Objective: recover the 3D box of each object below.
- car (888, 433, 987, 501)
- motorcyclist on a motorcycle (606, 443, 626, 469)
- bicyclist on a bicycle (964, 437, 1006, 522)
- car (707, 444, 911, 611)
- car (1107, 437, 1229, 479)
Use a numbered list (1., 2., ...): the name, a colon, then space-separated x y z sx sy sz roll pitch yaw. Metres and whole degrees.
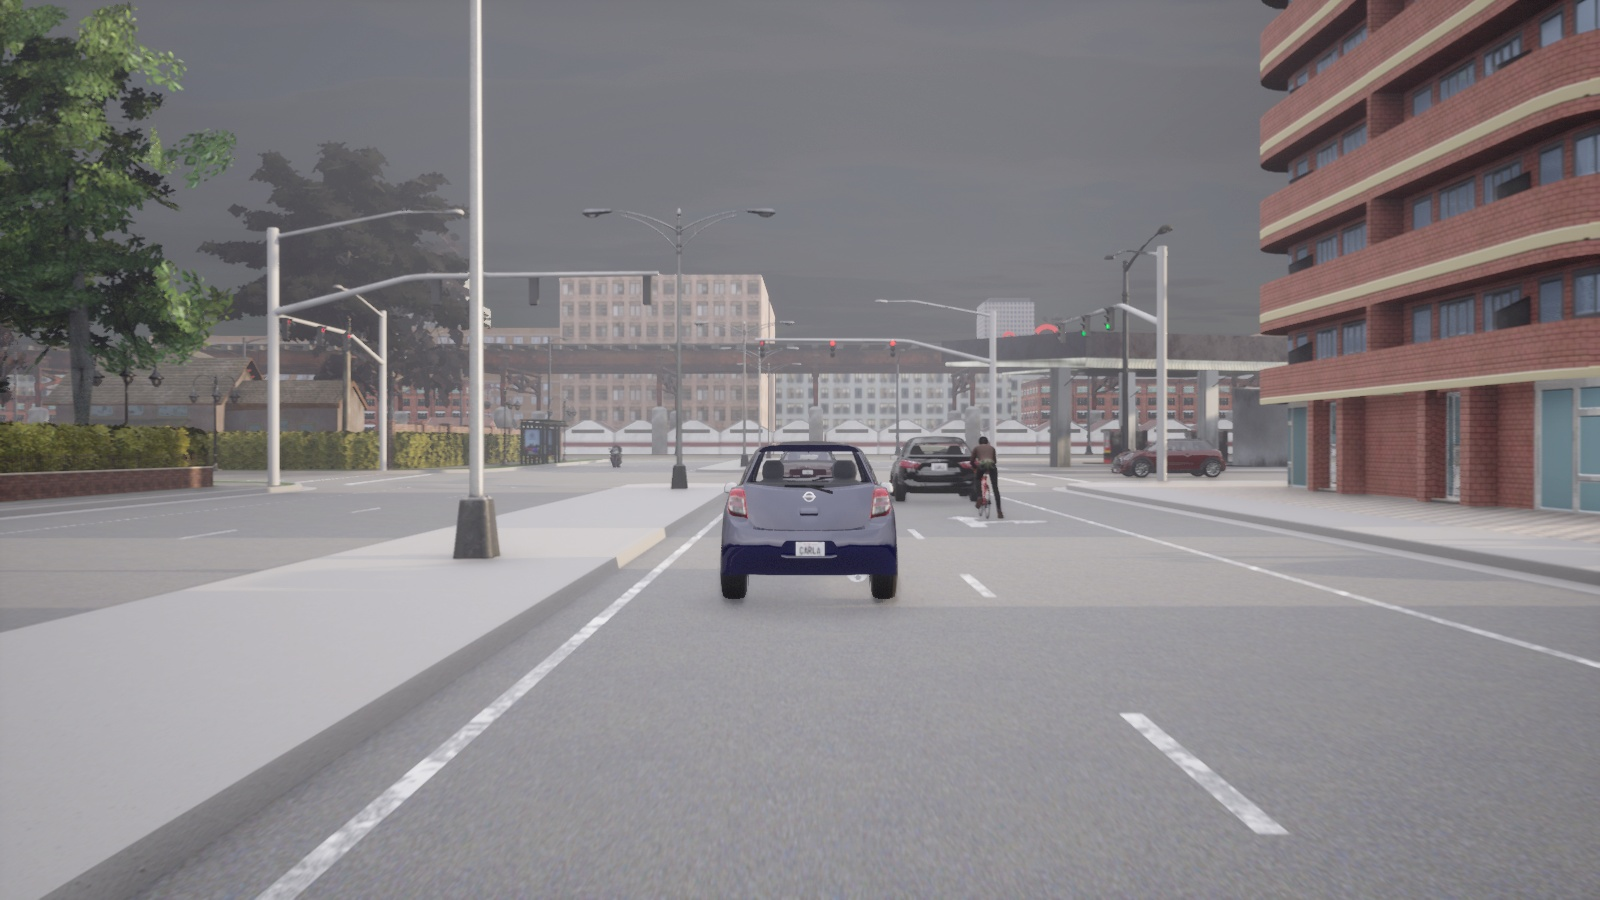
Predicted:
1. car: 3.547 0.406 33.262 2.242 1.667 4.611 0 0 2
2. motorcyclist on a motorcycle: -11.056 0.347 75.407 0.866 1.530 2.191 0 0 0
3. bicyclist on a bicycle: 3.652 0.560 24.849 0.582 1.620 1.656 1 0 0
4. car: 0.090 0.686 13.143 1.845 1.501 3.633 0 0 0
5. car: 15.666 0.315 53.576 4.553 1.767 2.097 0 0 -1
